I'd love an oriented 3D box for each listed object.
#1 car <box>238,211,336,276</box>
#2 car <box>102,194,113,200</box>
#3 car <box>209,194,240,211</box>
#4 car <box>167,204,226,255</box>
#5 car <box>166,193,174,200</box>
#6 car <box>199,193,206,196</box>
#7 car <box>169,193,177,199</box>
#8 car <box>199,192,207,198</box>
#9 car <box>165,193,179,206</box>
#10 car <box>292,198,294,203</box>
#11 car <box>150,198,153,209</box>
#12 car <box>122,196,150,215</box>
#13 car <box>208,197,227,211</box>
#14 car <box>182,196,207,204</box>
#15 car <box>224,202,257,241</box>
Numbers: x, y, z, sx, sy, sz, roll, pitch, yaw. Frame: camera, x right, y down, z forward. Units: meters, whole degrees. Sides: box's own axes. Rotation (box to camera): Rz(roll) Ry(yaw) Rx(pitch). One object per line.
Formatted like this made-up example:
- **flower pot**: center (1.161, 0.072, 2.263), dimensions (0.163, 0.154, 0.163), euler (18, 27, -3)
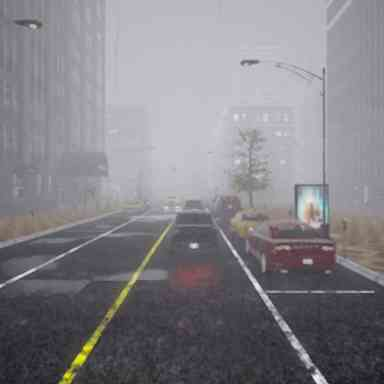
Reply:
- **car**: center (2.736, 1.490, 10.060), dimensions (1.887, 1.381, 4.507), euler (1, 0, 0)
- **car**: center (-17.019, 0.924, 62.331), dimensions (4.507, 1.381, 1.887), euler (1, -1, 0)
- **car**: center (2.800, 1.171, 26.736), dimensions (2.192, 1.841, 5.009), euler (1, 0, 0)
- **car**: center (0.095, 1.435, 13.018), dimensions (1.837, 1.490, 4.892), euler (0, 1, 1)
- **car**: center (-5.380, 1.093, 81.244), dimensions (1.752, 1.417, 4.829), euler (1, 0, 0)
- **car**: center (3.022, 1.084, 86.892), dimensions (1.887, 1.381, 4.507), euler (1, 0, 0)
- **car**: center (-5.339, 1.054, 92.460), dimensions (1.887, 1.381, 4.507), euler (1, 0, 0)
- **car**: center (3.043, 0.951, 92.415), dimensions (1.967, 1.590, 4.097), euler (1, 0, 0)
- **car**: center (-2.875, 1.217, 48.564), dimensions (1.882, 1.535, 5.008), euler (0, 0, 1)
- **car**: center (21.080, 1.417, 62.516), dimensions (4.097, 1.590, 1.967), euler (1, -1, 0)
- **car**: center (-5.539, 1.236, 37.888), dimensions (1.967, 1.590, 4.097), euler (1, 0, 0)
- **car**: center (-5.562, 1.352, 32.159), dimensions (1.752, 1.417, 4.829), euler (1, 0, 0)
- **car**: center (2.839, 1.342, 37.856), dimensions (1.887, 1.381, 4.507), euler (1, 0, 0)
- **car**: center (0.152, 1.355, 28.023), dimensions (1.837, 1.490, 4.892), euler (0, 1, 1)
- **car**: center (2.758, 1.440, 15.789), dimensions (1.752, 1.417, 4.829), euler (1, 0, 0)
